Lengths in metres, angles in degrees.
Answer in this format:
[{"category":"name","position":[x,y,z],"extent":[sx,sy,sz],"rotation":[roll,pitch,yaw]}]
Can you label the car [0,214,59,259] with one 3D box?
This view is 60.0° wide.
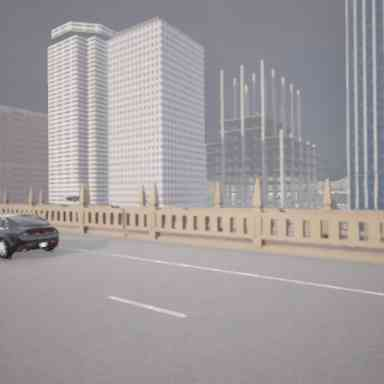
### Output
[{"category":"car","position":[-7.321,1.653,13.407],"extent":[4.892,1.490,1.837],"rotation":[0,0,36]}]
